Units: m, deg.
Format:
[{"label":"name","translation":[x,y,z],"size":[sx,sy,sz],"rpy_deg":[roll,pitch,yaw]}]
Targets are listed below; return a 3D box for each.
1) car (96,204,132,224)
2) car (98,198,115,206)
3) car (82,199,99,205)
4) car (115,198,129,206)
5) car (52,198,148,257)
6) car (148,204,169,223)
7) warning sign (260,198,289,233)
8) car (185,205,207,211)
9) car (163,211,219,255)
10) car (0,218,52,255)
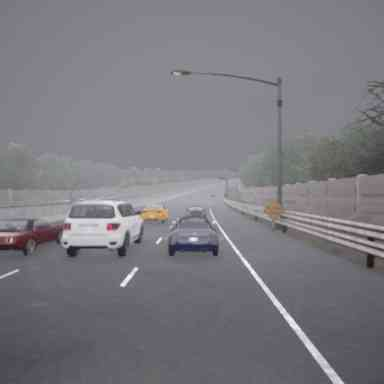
[{"label":"car","translation":[-6.657,1.841,29.035],"size":[1.837,1.490,4.892],"rpy_deg":[0,0,2]},{"label":"car","translation":[-18.804,2.160,73.083],"size":[2.033,1.411,5.357],"rpy_deg":[0,0,3]},{"label":"car","translation":[-22.298,2.208,73.286],"size":[1.895,1.301,4.718],"rpy_deg":[0,0,3]},{"label":"car","translation":[-15.311,2.105,72.850],"size":[1.882,1.535,5.008],"rpy_deg":[0,0,3]},{"label":"car","translation":[-3.429,1.357,13.781],"size":[2.150,2.045,5.566],"rpy_deg":[0,-1,1]},{"label":"car","translation":[-3.151,1.816,29.125],"size":[1.882,1.535,5.008],"rpy_deg":[0,0,2]},{"label":"warning sign","translation":[4.733,1.329,19.152],"size":[1.300,1.860,1.060],"rpy_deg":[2,2,1]},{"label":"car","translation":[0.344,1.865,28.943],"size":[1.812,1.442,4.674],"rpy_deg":[0,-1,2]},{"label":"car","translation":[0.080,1.710,14.027],"size":[1.994,1.385,4.181],"rpy_deg":[0,-1,1]},{"label":"car","translation":[-6.927,1.741,13.876],"size":[1.895,1.301,4.718],"rpy_deg":[0,-1,1]}]
